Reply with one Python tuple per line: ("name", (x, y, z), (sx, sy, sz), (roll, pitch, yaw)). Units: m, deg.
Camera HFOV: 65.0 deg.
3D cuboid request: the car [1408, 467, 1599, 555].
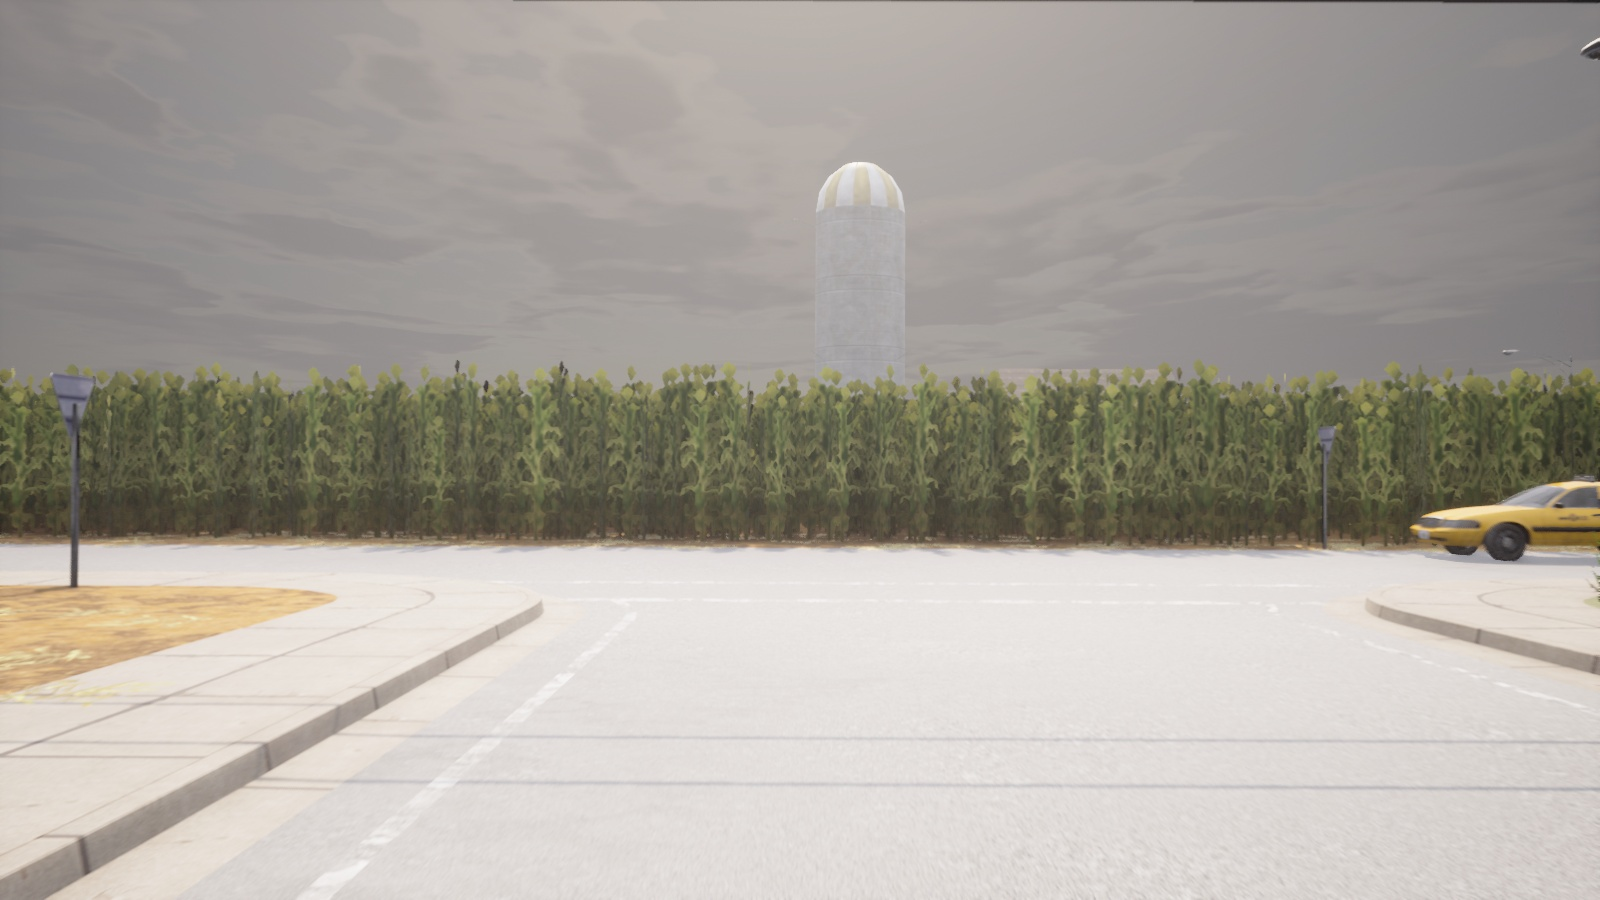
("car", (14.534, 1.116, 23.533), (5.366, 1.575, 1.801), (0, -1, 1))
